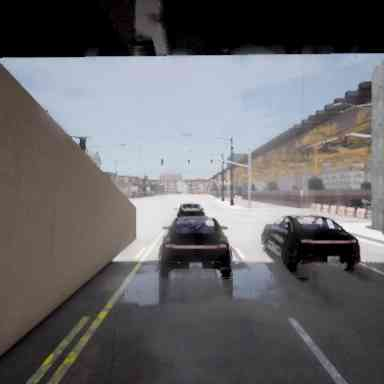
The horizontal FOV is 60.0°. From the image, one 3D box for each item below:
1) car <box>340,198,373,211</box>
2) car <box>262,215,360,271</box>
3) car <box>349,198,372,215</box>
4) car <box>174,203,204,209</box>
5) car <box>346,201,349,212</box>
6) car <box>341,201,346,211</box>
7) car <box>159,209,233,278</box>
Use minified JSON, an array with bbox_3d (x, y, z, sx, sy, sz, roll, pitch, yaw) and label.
[{"bbox_3d":[17.565,1.274,35.384,1.853,1.218,4.536,0,0,45],"label":"car"},{"bbox_3d":[3.594,1.485,10.866,2.128,1.511,4.902,0,0,0],"label":"car"},{"bbox_3d":[17.455,1.277,30.698,1.853,1.218,4.536,0,0,-35],"label":"car"},{"bbox_3d":[-0.163,1.493,22.690,1.837,1.490,4.892,0,0,-4],"label":"car"},{"bbox_3d":[17.425,1.435,30.740,2.038,1.542,4.974,0,0,-35],"label":"car"},{"bbox_3d":[17.528,1.432,35.347,2.038,1.542,4.974,0,0,45],"label":"car"},{"bbox_3d":[0.094,1.485,10.086,2.128,1.511,4.902,0,0,0],"label":"car"}]
